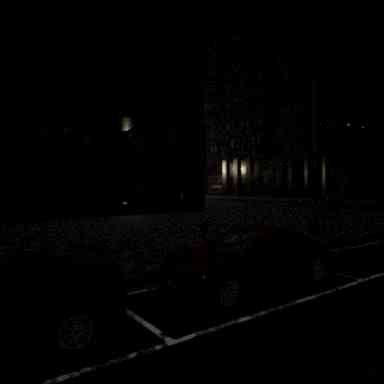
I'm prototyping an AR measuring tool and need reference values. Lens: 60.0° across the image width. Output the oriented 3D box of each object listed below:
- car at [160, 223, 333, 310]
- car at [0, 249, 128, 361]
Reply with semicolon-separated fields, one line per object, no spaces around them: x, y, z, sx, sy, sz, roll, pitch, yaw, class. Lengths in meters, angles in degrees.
1.397;1.465;7.649;4.507;1.381;1.887;-1;1;-35;car
-3.107;1.545;4.448;4.507;1.381;1.887;-1;1;-35;car
